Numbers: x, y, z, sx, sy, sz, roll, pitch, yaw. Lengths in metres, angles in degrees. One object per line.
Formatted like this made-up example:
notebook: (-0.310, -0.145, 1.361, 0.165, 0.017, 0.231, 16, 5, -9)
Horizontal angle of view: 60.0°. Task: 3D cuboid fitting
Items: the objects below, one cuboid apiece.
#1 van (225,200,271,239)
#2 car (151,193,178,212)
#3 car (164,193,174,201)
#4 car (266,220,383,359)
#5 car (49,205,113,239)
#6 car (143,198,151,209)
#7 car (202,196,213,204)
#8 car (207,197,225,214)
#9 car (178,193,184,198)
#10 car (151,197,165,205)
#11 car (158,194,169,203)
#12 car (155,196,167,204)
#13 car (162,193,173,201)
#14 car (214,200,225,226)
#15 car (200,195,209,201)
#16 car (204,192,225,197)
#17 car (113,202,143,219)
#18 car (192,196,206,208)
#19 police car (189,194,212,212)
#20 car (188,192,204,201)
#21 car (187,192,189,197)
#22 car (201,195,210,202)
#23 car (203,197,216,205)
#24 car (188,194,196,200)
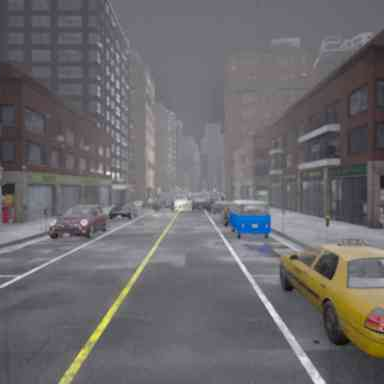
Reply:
van: (2.857, 1.311, 17.007, 1.690, 1.788, 3.998, -1, 0, 0)
car: (-3.076, 1.159, 38.340, 2.150, 2.045, 5.566, 0, 0, 0)
car: (-5.634, 1.153, 83.080, 2.192, 1.841, 5.009, -1, 0, 0)
car: (2.854, 1.514, 6.164, 1.752, 1.417, 4.829, -1, 0, 0)
car: (-5.667, 1.410, 16.987, 1.967, 1.590, 4.097, -1, 0, 0)
car: (-5.652, 1.506, 44.526, 1.802, 1.307, 4.206, -1, 0, 0)
car: (2.882, 1.416, 61.226, 1.752, 1.417, 4.829, -1, 0, 0)
car: (2.868, 1.493, 33.525, 2.008, 1.369, 4.403, -1, 0, 0)
car: (-2.960, 0.941, 79.196, 1.882, 1.535, 5.008, 0, 0, 0)
car: (-5.646, 1.486, 55.541, 1.802, 1.307, 4.206, -1, 0, 0)
car: (-5.642, 1.320, 66.557, 1.967, 1.590, 4.097, -1, 0, 0)
car: (-5.643, 1.474, 61.049, 1.802, 1.307, 4.206, -1, 0, 0)
car: (-5.637, 1.168, 77.572, 2.192, 1.841, 5.009, -1, 0, 0)
car: (2.862, 1.511, 22.513, 2.008, 1.369, 4.403, -1, 0, 0)
car: (2.891, 1.418, 77.576, 1.947, 1.339, 4.313, -1, 0, 0)
car: (2.868, 1.248, 39.031, 2.192, 1.841, 5.009, -1, 0, 0)
car: (-5.660, 1.518, 28.003, 1.947, 1.339, 4.313, -1, 0, 0)
car: (0.924, 1.395, 48.206, 1.882, 1.535, 5.008, 0, 0, 0)
police car: (0.919, 1.360, 38.315, 1.930, 1.638, 5.238, 0, 0, 0)
car: (0.868, 1.258, 54.175, 2.097, 1.767, 4.553, 0, 0, 0)
car: (0.037, 1.287, 72.092, 1.994, 1.385, 4.181, 0, 0, 0)
car: (2.888, 1.432, 72.069, 1.947, 1.339, 4.313, -1, 0, 0)
car: (2.879, 1.469, 55.550, 1.947, 1.339, 4.313, -1, 0, 0)
car: (0.046, 1.240, 86.278, 1.895, 1.301, 4.718, 0, 0, 0)
